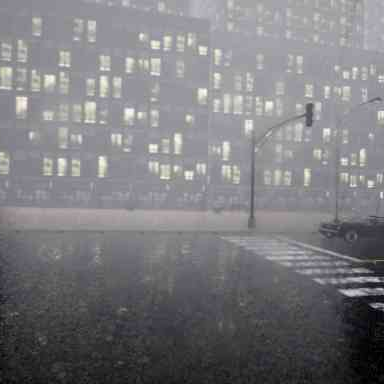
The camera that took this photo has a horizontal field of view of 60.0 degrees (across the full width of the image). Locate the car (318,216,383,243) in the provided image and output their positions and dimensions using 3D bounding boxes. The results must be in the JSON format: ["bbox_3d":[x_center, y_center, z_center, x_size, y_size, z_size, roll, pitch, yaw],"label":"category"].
[{"bbox_3d":[9.144,1.919,17.504,4.718,1.301,1.895,2,0,-12],"label":"car"}]
